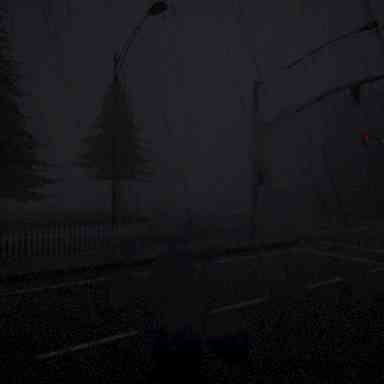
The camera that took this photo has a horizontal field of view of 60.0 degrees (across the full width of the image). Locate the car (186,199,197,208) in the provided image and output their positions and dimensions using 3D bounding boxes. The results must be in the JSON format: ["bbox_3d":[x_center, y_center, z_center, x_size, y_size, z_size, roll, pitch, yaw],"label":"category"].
[{"bbox_3d":[-1.279,1.793,53.263,2.033,1.411,5.357,1,0,-34],"label":"car"}]

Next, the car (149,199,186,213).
[{"bbox_3d":[-3.165,1.647,37.176,2.128,1.511,4.902,1,0,-34],"label":"car"}]

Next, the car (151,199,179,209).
[{"bbox_3d":[-4.219,1.764,51.365,2.033,1.411,5.357,1,0,-34],"label":"car"}]
